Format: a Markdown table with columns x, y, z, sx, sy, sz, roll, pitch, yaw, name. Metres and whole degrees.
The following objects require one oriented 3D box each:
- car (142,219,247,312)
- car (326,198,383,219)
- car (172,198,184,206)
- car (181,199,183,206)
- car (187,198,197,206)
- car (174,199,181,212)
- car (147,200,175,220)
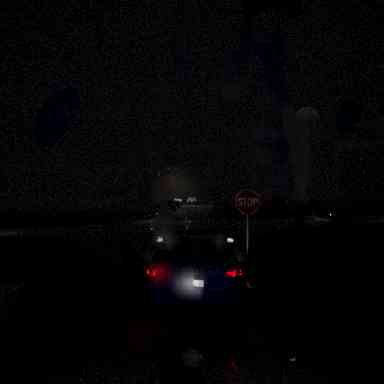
| x | y | z | sx | sy | sz | roll | pitch | yaw | name |
| --- | --- | --- | --- | --- | --- | --- | --- | --- | --- |
| 0.072 | 1.575 | 7.827 | 1.994 | 1.385 | 4.181 | 0 | 0 | 1 | car |
| 12.545 | 1.145 | 23.834 | 5.357 | 1.411 | 2.033 | -2 | -1 | -2 | car |
| -2.797 | 2.038 | 65.811 | 2.128 | 1.511 | 4.902 | 0 | -1 | 0 | car |
| -2.844 | 1.939 | 52.999 | 1.895 | 1.301 | 4.718 | 0 | -1 | 0 | car |
| -0.028 | 1.946 | 68.668 | 2.097 | 1.767 | 4.553 | 0 | -1 | 0 | car |
| -2.862 | 1.746 | 42.491 | 2.033 | 1.411 | 5.357 | 0 | -1 | 0 | car |
| -2.851 | 1.685 | 29.870 | 1.994 | 1.385 | 4.181 | 0 | 1 | 0 | car |
